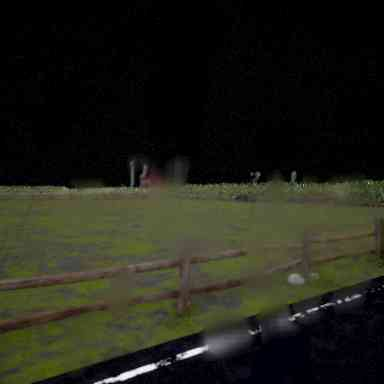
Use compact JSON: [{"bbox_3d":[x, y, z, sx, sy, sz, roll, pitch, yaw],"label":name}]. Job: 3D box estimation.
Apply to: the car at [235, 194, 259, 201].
[{"bbox_3d":[11.038,1.130,66.748,2.033,1.411,5.357,1,0,-35],"label":"car"}]
